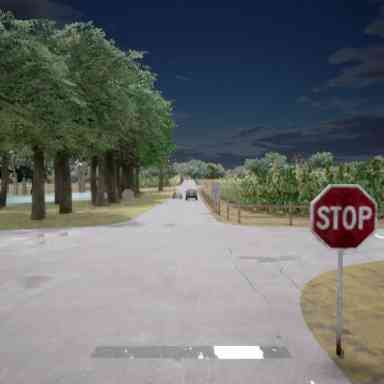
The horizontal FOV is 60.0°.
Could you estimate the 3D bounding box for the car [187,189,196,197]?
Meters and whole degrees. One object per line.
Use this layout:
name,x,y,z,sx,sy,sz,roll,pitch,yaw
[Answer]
car,-0.102,0.215,71.272,1.882,1.535,5.008,0,2,0

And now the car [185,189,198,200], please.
car,-0.088,0.446,60.888,2.150,2.045,5.566,0,2,0

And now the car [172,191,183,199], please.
car,-2.844,0.618,65.451,1.812,1.442,4.674,0,2,0
